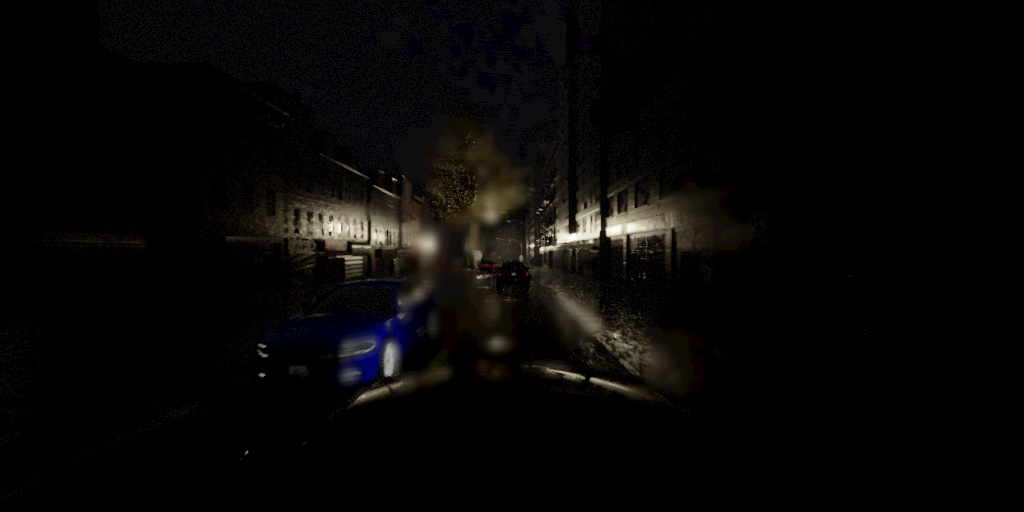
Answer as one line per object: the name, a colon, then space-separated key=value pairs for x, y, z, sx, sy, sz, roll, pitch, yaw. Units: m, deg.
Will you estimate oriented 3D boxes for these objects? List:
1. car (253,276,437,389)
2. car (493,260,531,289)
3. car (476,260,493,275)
car: x=-2.832 y=1.225 z=7.245 sx=1.882 sy=1.535 sz=5.008 roll=0 pitch=0 yaw=0
car: x=0.101 y=1.108 z=23.275 sx=2.097 sy=1.767 sz=4.553 roll=0 pitch=0 yaw=0
car: x=-2.834 y=1.209 z=40.920 sx=2.097 sy=1.767 sz=4.553 roll=0 pitch=0 yaw=0
